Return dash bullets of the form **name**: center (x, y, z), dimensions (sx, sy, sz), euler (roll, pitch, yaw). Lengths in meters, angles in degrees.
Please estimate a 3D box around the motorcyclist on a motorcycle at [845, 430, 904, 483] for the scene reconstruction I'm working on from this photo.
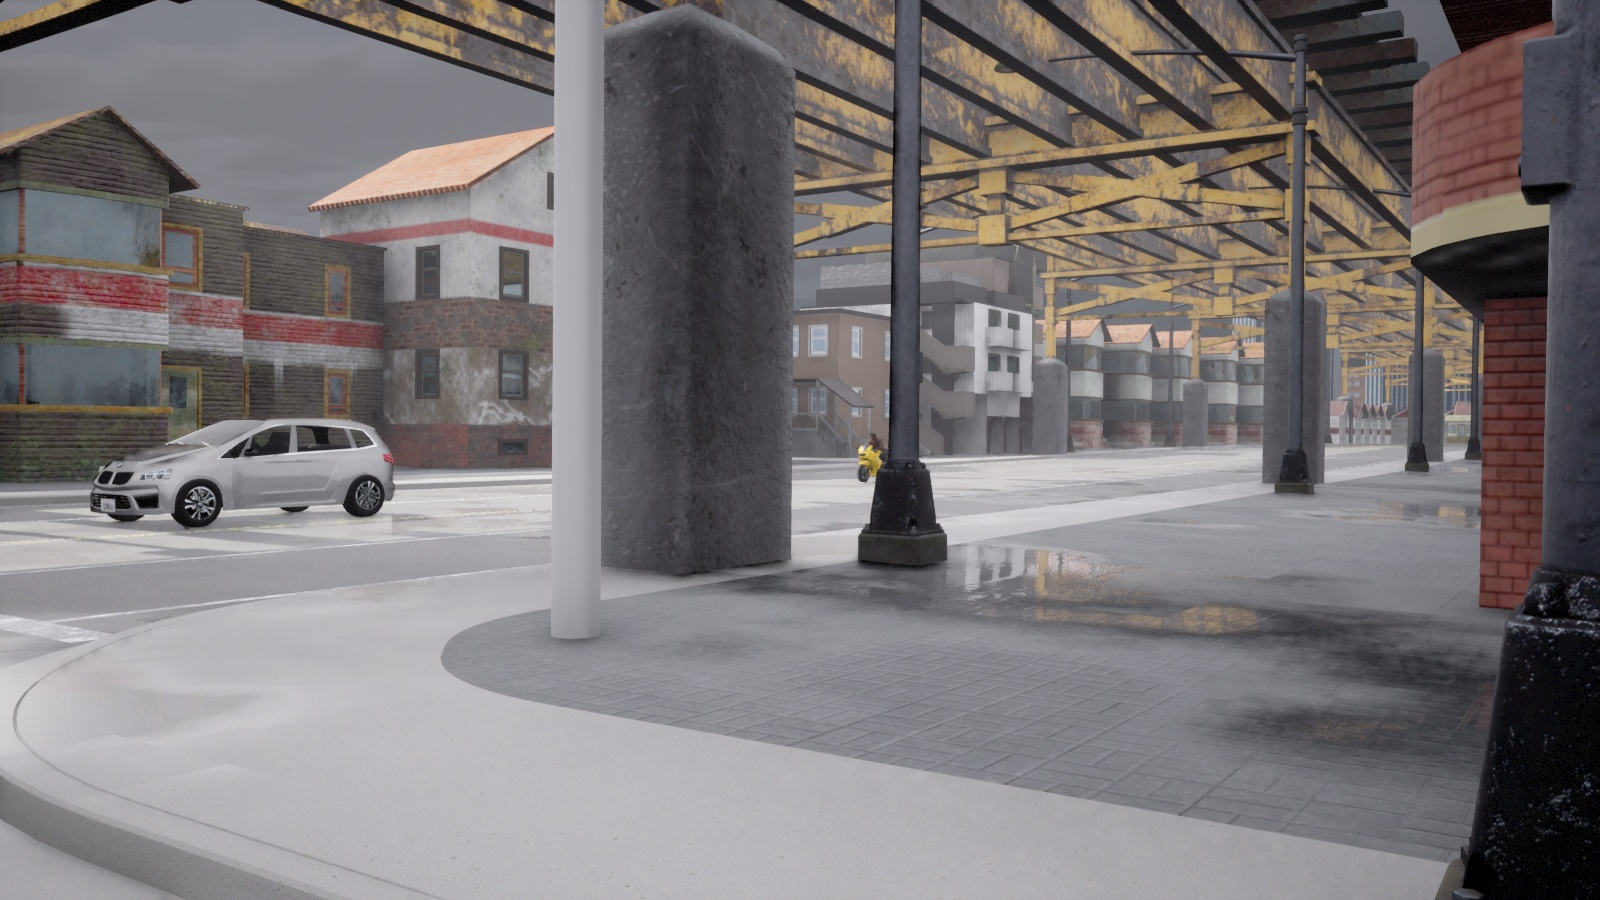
- **motorcyclist on a motorcycle**: center (2.222, 0.173, 37.213), dimensions (0.797, 1.523, 2.044), euler (0, 1, 33)

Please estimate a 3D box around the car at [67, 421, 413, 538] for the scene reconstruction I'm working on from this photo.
- **car**: center (-8.884, 0.379, 20.320), dimensions (2.242, 1.667, 4.611), euler (0, 1, 34)
